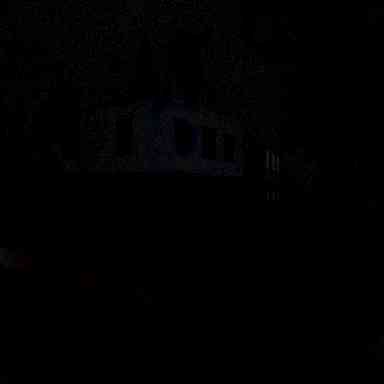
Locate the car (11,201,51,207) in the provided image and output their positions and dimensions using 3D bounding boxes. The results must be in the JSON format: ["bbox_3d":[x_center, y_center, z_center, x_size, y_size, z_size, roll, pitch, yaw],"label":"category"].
[{"bbox_3d":[-14.724,1.528,29.203,2.033,1.411,5.357,0,0,29],"label":"car"}]
